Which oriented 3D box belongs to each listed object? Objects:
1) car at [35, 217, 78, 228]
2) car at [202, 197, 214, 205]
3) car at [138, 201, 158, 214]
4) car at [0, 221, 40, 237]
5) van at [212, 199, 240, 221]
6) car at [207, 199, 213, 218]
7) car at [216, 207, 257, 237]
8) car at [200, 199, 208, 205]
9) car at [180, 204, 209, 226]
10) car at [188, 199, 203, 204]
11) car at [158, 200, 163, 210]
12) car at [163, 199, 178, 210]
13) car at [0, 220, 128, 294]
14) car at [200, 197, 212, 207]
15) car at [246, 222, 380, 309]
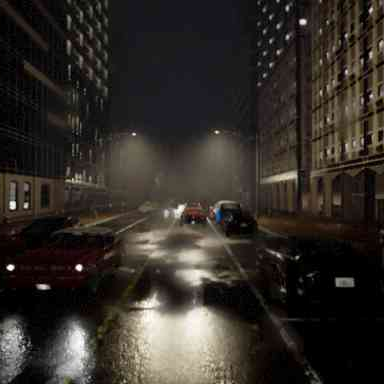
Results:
[{"bbox_3d":[-5.694,1.704,13.628,1.947,1.339,4.313,0,-1,0],"label":"car"},{"bbox_3d":[2.670,1.826,53.469,2.192,1.841,5.009,0,-1,0],"label":"car"},{"bbox_3d":[-5.707,1.931,41.920,1.752,1.417,4.829,0,-1,0],"label":"car"},{"bbox_3d":[-5.691,1.626,7.935,1.887,1.381,4.507,0,-1,0],"label":"car"},{"bbox_3d":[2.682,1.589,25.010,1.690,1.788,3.998,0,-1,0],"label":"van"},{"bbox_3d":[2.679,1.742,30.700,1.967,1.590,4.097,0,-1,0],"label":"car"},{"bbox_3d":[2.684,1.759,19.315,1.947,1.339,4.313,0,-1,0],"label":"car"},{"bbox_3d":[2.659,2.237,76.404,1.752,1.417,4.829,0,0,0],"label":"car"},{"bbox_3d":[0.089,1.853,25.376,1.895,1.301,4.718,0,-1,0],"label":"car"},{"bbox_3d":[0.081,1.970,42.024,1.994,1.385,4.181,0,-1,0],"label":"car"},{"bbox_3d":[-5.709,2.010,47.783,2.008,1.369,4.403,0,-1,0],"label":"car"},{"bbox_3d":[-3.101,2.088,50.933,1.895,1.301,4.718,0,-1,0],"label":"car"},{"bbox_3d":[-3.105,1.694,9.155,1.895,1.301,4.718,0,-1,0],"label":"car"},{"bbox_3d":[2.665,1.927,64.853,2.192,1.841,5.009,0,-1,0],"label":"car"},{"bbox_3d":[2.689,1.647,7.931,1.947,1.339,4.313,0,-1,0],"label":"car"}]
